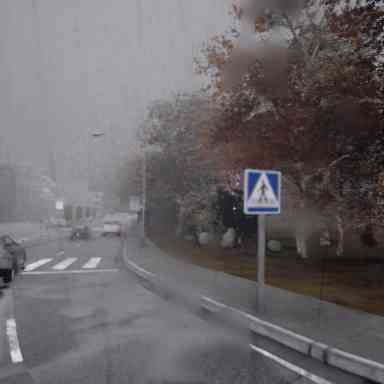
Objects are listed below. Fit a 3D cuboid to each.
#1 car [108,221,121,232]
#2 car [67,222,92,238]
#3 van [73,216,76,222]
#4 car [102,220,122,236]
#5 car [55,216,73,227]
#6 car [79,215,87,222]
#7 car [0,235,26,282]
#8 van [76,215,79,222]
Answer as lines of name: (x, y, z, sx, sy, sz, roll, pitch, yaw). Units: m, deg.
car: (-12.426, 5.545, 53.653, 1.812, 1.442, 4.674, 1, -4, -11)
car: (-12.852, 4.554, 38.670, 1.837, 1.490, 4.892, 1, -4, -10)
van: (-27.759, 6.382, 73.718, 1.878, 1.987, 4.442, 1, -4, -10)
car: (-10.449, 4.603, 43.242, 2.150, 2.045, 5.566, 1, -4, -11)
car: (-26.779, 6.038, 68.359, 2.435, 2.045, 5.566, 1, -4, -10)
car: (-30.756, 7.315, 90.148, 2.435, 2.045, 5.566, 1, -3, -10)
car: (-6.861, 2.144, 11.218, 1.994, 1.385, 4.181, 1, -5, -21)
van: (-28.752, 6.703, 79.166, 1.878, 1.987, 4.442, 1, -3, -10)
